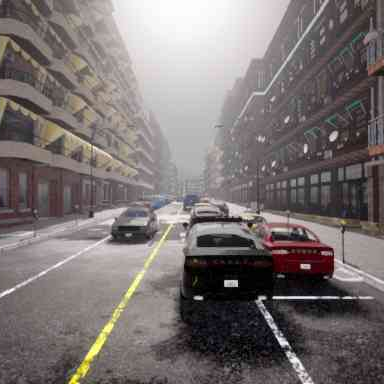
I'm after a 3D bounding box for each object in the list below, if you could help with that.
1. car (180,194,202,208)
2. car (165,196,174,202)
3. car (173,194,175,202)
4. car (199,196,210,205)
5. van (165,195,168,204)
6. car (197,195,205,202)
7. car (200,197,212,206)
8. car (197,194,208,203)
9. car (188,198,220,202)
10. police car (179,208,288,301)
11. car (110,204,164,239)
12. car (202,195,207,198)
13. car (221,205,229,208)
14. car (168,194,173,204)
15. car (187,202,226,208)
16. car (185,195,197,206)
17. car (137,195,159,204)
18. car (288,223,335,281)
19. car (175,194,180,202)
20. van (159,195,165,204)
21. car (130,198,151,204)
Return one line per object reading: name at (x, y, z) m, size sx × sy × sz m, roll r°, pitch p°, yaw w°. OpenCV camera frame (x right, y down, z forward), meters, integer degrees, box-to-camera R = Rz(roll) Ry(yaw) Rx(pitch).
car at (-0.078, 1.295, 45.238) m, size 2.150 × 2.045 × 5.566 m, roll 0°, pitch 0°, yaw 0°
car at (-5.445, 1.775, 81.695) m, size 1.947 × 1.339 × 4.313 m, roll 1°, pitch 0°, yaw 0°
car at (-5.418, 1.477, 70.633) m, size 2.192 × 1.841 × 5.009 m, roll 1°, pitch 0°, yaw 0°
car at (2.476, 1.580, 65.057) m, size 1.967 × 1.590 × 4.097 m, roll 1°, pitch 0°, yaw 0°
van at (-5.389, 1.442, 54.043) m, size 1.690 × 1.788 × 3.998 m, roll 1°, pitch 0°, yaw 0°
car at (2.394, 1.676, 87.182) m, size 1.967 × 1.590 × 4.097 m, roll 1°, pitch 0°, yaw 0°
car at (2.477, 1.664, 59.525) m, size 1.887 × 1.381 × 4.507 m, roll 1°, pitch 0°, yaw 0°
car at (2.417, 1.499, 76.119) m, size 2.192 × 1.841 × 5.009 m, roll 1°, pitch 0°, yaw 0°
car at (0.781, 1.484, 24.609) m, size 1.801 × 1.575 × 5.366 m, roll 0°, pitch 0°, yaw 0°
police car at (0.699, 1.431, 8.522) m, size 1.930 × 1.638 × 5.238 m, roll 0°, pitch 0°, yaw 0°
car at (-2.880, 1.564, 17.726) m, size 2.033 × 1.411 × 5.357 m, roll 0°, pitch 0°, yaw 0°
car at (2.487, 1.645, 53.995) m, size 1.887 × 1.381 × 4.507 m, roll 1°, pitch 0°, yaw 0°
car at (2.558, 1.539, 15.451) m, size 1.752 × 1.417 × 4.829 m, roll 1°, pitch 0°, yaw 0°
car at (-5.408, 1.455, 65.103) m, size 2.192 × 1.841 × 5.009 m, roll 1°, pitch 0°, yaw 0°
car at (0.792, 1.523, 18.416) m, size 1.837 × 1.490 × 4.892 m, roll 0°, pitch 0°, yaw 0°
car at (-0.108, 1.473, 59.930) m, size 2.097 × 1.767 × 4.553 m, roll 0°, pitch 0°, yaw 0°
car at (-5.357, 1.370, 37.452) m, size 2.192 × 1.841 × 5.009 m, roll 2°, pitch 0°, yaw 0°
car at (2.568, 1.552, 9.749) m, size 1.887 × 1.381 × 4.507 m, roll 1°, pitch 0°, yaw 0°
car at (-2.896, 1.709, 80.635) m, size 1.837 × 1.490 × 4.892 m, roll 0°, pitch 0°, yaw 0°
van at (-5.378, 1.424, 48.511) m, size 1.690 × 1.788 × 3.998 m, roll 2°, pitch 0°, yaw 0°
car at (-5.352, 1.568, 31.750) m, size 1.752 × 1.417 × 4.829 m, roll 2°, pitch 0°, yaw 0°
